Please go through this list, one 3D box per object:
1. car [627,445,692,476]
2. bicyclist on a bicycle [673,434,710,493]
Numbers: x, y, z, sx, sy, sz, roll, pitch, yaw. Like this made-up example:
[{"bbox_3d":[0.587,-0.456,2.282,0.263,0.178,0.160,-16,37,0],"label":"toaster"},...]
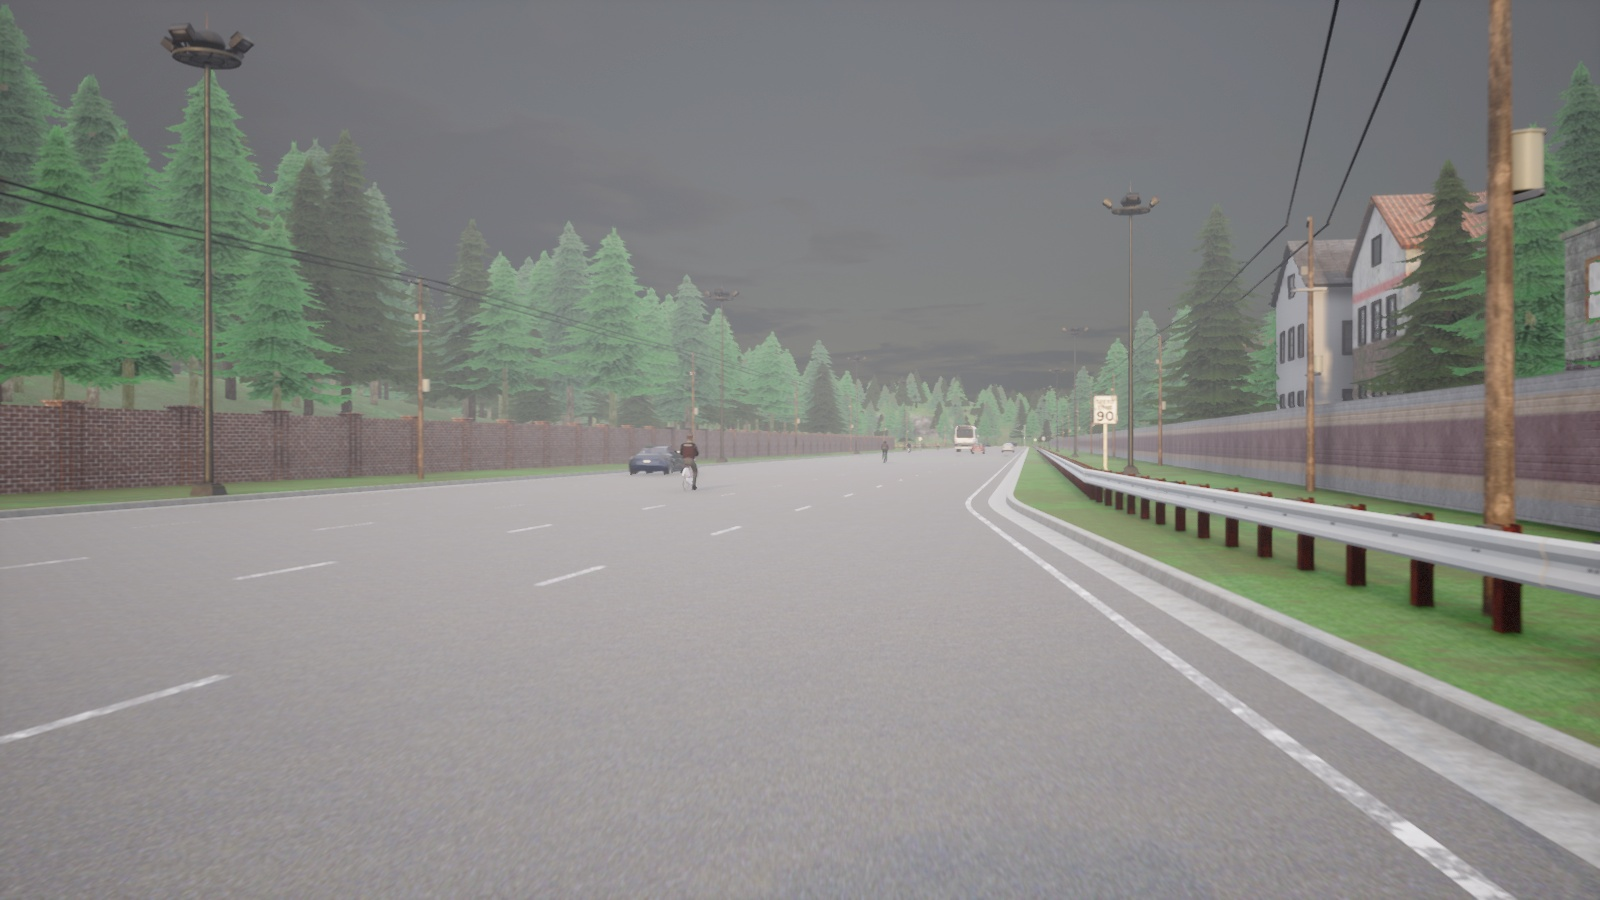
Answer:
[{"bbox_3d":[-6.644,0.467,59.829,1.994,1.385,4.181,0,0,10],"label":"car"},{"bbox_3d":[-3.355,0.395,38.952,0.659,1.776,1.843,0,0,10],"label":"bicyclist on a bicycle"}]
